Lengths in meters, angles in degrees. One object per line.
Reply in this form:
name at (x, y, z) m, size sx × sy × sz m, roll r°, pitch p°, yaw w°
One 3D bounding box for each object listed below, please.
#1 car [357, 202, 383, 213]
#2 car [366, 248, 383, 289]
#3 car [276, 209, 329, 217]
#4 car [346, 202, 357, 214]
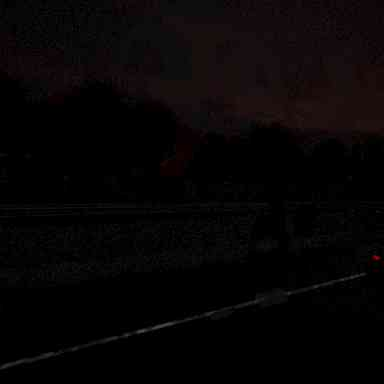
car at (20.048, 1.908, 35.474) m, size 4.892 × 1.490 × 1.837 m, roll 1°, pitch -1°, yaw -35°
car at (6.210, 1.675, 8.298) m, size 4.181 × 1.385 × 1.994 m, roll 1°, pitch 0°, yaw -35°
car at (7.753, 1.819, 22.417) m, size 4.718 × 1.301 × 1.895 m, roll 1°, pitch 0°, yaw -35°
car at (20.623, 1.938, 40.174) m, size 4.892 × 1.490 × 1.837 m, roll 1°, pitch -1°, yaw -35°
